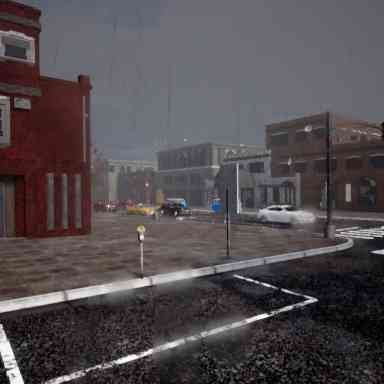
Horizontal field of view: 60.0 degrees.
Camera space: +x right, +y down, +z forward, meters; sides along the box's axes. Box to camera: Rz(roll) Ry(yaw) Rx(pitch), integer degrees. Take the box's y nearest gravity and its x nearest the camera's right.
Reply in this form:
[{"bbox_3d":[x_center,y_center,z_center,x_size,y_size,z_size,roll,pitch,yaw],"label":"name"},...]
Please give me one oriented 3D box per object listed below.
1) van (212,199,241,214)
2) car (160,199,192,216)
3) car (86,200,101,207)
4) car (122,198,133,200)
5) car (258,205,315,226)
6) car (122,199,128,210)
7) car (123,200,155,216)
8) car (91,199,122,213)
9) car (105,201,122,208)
[{"bbox_3d":[4.068,1.707,39.693,1.690,1.788,3.998,-2,0,-36],"label":"van"},{"bbox_3d":[-1.925,1.955,38.116,1.837,1.490,4.892,-1,0,-36],"label":"car"},{"bbox_3d":[-22.614,2.595,76.266,1.802,1.307,4.206,-2,0,-36],"label":"car"},{"bbox_3d":[-12.613,2.085,62.551,2.192,1.841,5.009,-2,0,-36],"label":"car"},{"bbox_3d":[7.148,1.759,25.671,1.812,1.442,4.674,-1,0,-36],"label":"car"},{"bbox_3d":[-11.996,2.260,52.042,1.994,1.385,4.181,-1,-1,-36],"label":"car"},{"bbox_3d":[-5.930,2.048,39.241,1.752,1.417,4.829,-2,0,-36],"label":"car"},{"bbox_3d":[-12.708,2.001,48.521,2.192,1.841,5.009,-2,0,-36],"label":"car"},{"bbox_3d":[-15.941,2.433,67.122,1.802,1.307,4.206,-2,0,-36],"label":"car"}]
